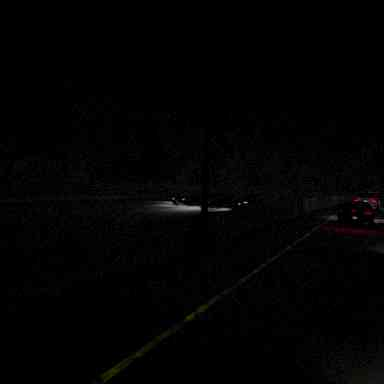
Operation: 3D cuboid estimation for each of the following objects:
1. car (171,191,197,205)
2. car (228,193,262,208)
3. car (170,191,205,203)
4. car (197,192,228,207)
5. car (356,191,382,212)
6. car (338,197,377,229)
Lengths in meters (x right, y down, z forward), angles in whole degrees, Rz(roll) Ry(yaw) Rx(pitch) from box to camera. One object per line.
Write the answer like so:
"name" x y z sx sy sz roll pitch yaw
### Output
"car" -0.435 0.704 37.779 1.812 1.442 4.674 2 1 30
"car" 5.868 0.908 34.710 1.837 1.490 4.892 2 1 30
"car" -0.551 0.582 44.414 2.033 1.411 5.357 2 1 32
"car" 3.002 0.779 36.727 2.128 1.511 4.902 2 1 30
"car" 18.364 0.945 34.731 2.150 2.045 5.566 2 2 32
"car" 10.273 1.288 20.741 1.882 1.535 5.008 2 1 28
